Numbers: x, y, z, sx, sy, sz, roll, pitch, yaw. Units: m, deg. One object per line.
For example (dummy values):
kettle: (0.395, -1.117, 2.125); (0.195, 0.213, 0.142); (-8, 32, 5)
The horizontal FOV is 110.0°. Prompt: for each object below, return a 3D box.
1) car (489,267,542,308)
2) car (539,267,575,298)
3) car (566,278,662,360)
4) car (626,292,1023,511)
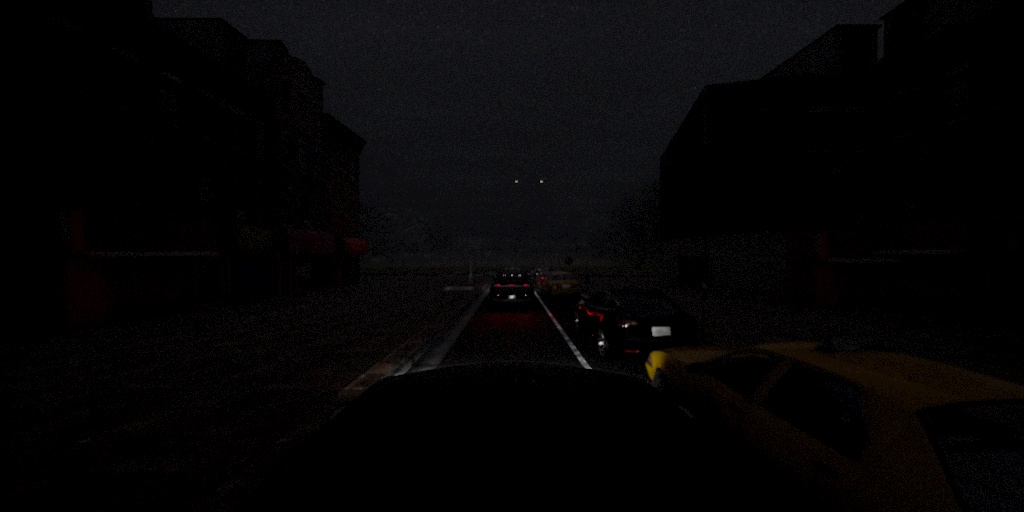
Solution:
car: (0.003, 1.376, 16.140); (2.128, 1.511, 4.902); (0, 0, 0)
car: (2.634, 1.439, 19.588); (1.751, 1.417, 4.829); (0, 0, 0)
car: (2.636, 1.377, 8.354); (1.948, 1.339, 4.313); (0, 0, 0)
car: (2.637, 1.285, 2.992); (1.751, 1.417, 4.829); (0, 0, 0)
